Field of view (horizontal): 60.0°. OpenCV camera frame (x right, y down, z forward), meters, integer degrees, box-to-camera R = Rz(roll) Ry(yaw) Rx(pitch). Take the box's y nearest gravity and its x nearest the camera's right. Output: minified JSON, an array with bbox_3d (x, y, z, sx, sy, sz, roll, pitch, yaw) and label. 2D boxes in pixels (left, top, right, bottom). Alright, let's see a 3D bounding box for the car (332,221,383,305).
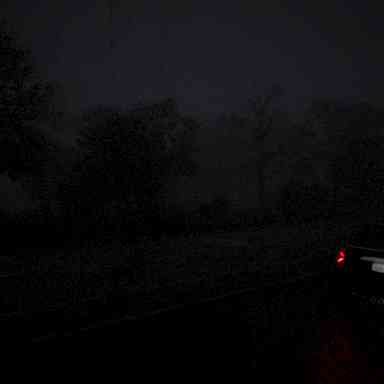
[{"bbox_3d":[5.036,1.346,7.045,4.553,1.767,2.097,0,0,-35],"label":"car"}]
